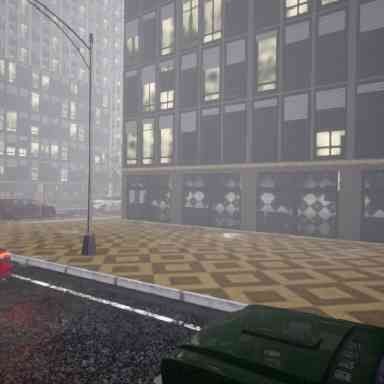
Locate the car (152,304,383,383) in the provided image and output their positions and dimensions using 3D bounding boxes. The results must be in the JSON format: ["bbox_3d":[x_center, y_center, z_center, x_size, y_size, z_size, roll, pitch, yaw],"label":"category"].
[{"bbox_3d":[1.983,1.601,2.272,4.718,1.301,1.895,0,0,35],"label":"car"}]

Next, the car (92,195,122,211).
[{"bbox_3d":[-11.176,1.458,44.760,2.150,2.045,5.566,1,0,36],"label":"car"}]

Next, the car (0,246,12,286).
[{"bbox_3d":[-6.128,1.521,8.018,4.674,1.442,1.812,0,0,35],"label":"car"}]

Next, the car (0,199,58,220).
[{"bbox_3d":[-14.875,1.519,29.960,2.192,1.841,5.009,1,0,36],"label":"car"}]

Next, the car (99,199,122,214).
[{"bbox_3d":[-8.100,1.830,39.188,1.752,1.417,4.829,1,0,36],"label":"car"}]

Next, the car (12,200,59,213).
[{"bbox_3d":[-18.396,1.643,39.327,1.752,1.417,4.829,1,0,36],"label":"car"}]
